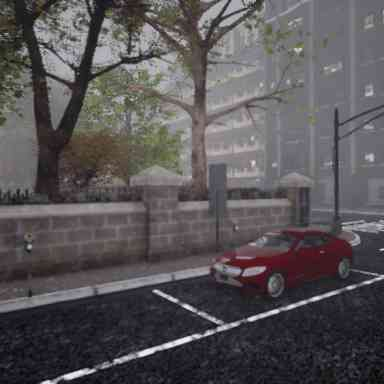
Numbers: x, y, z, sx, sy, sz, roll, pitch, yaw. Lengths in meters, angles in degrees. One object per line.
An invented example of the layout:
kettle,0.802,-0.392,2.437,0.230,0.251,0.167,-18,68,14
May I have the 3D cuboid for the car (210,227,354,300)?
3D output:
car,2.385,1.561,8.265,4.206,1.307,1.802,0,0,-36
